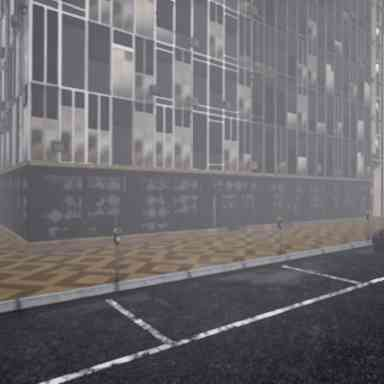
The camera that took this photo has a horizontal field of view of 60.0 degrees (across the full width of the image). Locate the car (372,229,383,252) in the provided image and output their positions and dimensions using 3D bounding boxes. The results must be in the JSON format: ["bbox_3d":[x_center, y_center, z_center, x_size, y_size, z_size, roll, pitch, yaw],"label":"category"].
[{"bbox_3d":[8.644,1.569,12.721,4.313,1.339,1.947,0,0,-35],"label":"car"}]
